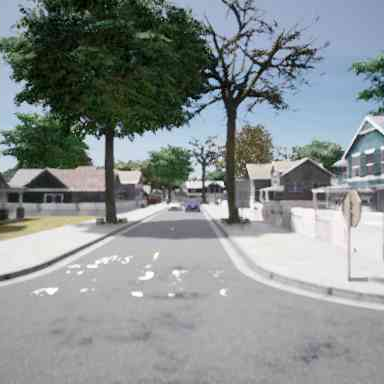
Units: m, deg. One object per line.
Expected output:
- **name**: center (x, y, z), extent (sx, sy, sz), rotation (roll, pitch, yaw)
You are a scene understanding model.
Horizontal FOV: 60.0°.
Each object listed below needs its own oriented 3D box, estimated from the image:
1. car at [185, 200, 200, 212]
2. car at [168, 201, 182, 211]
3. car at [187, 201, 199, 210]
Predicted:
- **car**: center (0.090, 1.906, 47.085), extent (2.097, 1.767, 4.553), rotation (0, -1, 0)
- **car**: center (-2.653, 2.124, 50.905), extent (1.812, 1.442, 4.674), rotation (0, -1, 0)
- **car**: center (0.109, 2.235, 57.147), extent (1.994, 1.385, 4.181), rotation (0, -1, 0)
